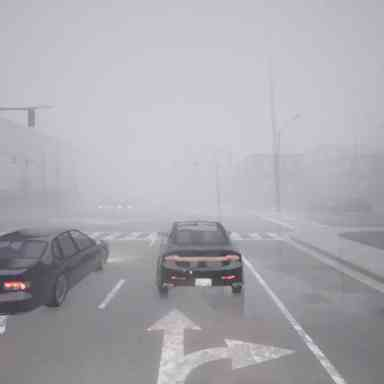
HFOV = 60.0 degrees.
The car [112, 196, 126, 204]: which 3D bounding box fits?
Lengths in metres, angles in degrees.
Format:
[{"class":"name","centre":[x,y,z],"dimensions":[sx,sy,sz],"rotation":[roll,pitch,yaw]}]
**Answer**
[{"class":"car","centre":[-14.058,1.532,64.279],"dimensions":[1.812,1.442,4.674],"rotation":[0,0,1]}]

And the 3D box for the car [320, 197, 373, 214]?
[{"class":"car","centre":[16.528,1.356,35.208],"dimensions":[4.553,1.767,2.097],"rotation":[0,0,0]}]

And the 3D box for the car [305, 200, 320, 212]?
[{"class":"car","centre":[15.698,1.496,38.708],"dimensions":[4.902,1.511,2.128],"rotation":[0,0,0]}]

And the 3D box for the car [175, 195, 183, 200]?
[{"class":"car","centre":[-3.533,1.534,93.399],"dimensions":[1.812,1.442,4.674],"rotation":[0,0,0]}]

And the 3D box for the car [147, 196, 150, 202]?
[{"class":"car","centre":[-10.526,1.560,74.153],"dimensions":[1.994,1.385,4.181],"rotation":[0,0,0]}]

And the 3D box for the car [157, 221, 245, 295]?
[{"class":"car","centre":[0.107,1.493,8.726],"dimensions":[2.128,1.511,4.902],"rotation":[0,0,-3]}]

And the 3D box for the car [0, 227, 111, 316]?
[{"class":"car","centre":[-3.434,1.548,7.821],"dimensions":[2.033,1.411,5.357],"rotation":[0,0,0]}]

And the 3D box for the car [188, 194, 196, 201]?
[{"class":"car","centre":[-0.029,1.509,83.143],"dimensions":[1.837,1.490,4.892],"rotation":[0,0,0]}]

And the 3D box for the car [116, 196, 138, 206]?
[{"class":"car","centre":[-10.621,1.483,54.871],"dimensions":[1.882,1.535,5.008],"rotation":[0,0,0]}]

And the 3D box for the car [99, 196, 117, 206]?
[{"class":"car","centre":[-14.105,1.570,55.580],"dimensions":[1.994,1.385,4.181],"rotation":[0,0,0]}]

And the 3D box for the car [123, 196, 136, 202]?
[{"class":"car","centre":[-14.027,1.548,74.816],"dimensions":[2.033,1.411,5.357],"rotation":[0,0,0]}]

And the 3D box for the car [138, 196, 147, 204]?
[{"class":"car","centre":[-10.562,1.484,64.446],"dimensions":[1.882,1.535,5.008],"rotation":[0,0,1]}]

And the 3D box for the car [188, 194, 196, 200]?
[{"class":"car","centre":[-0.033,1.365,93.386],"dimensions":[2.097,1.767,4.553],"rotation":[0,0,0]}]
